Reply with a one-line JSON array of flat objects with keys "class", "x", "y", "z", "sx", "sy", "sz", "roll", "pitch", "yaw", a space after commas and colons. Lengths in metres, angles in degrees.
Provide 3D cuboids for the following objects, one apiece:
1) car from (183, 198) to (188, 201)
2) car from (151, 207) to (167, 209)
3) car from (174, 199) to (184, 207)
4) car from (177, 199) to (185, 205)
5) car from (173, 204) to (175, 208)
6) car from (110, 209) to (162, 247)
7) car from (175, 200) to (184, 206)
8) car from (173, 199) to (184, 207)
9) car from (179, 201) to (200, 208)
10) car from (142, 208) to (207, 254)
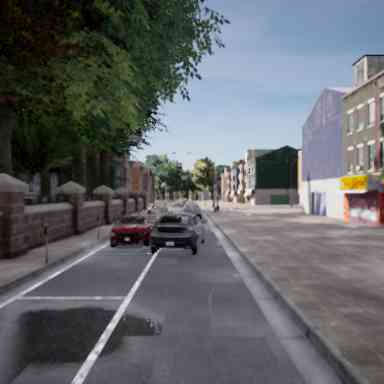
[{"class": "car", "x": 0.004, "y": 2.098, "z": 50.638, "sx": 1.882, "sy": 1.535, "sz": 5.008, "roll": 0, "pitch": 0, "yaw": 0}, {"class": "car", "x": -2.683, "y": 1.797, "z": 21.619, "sx": 2.008, "sy": 1.369, "sz": 4.403, "roll": -1, "pitch": -1, "yaw": 0}, {"class": "car", "x": -2.776, "y": 2.346, "z": 71.059, "sx": 1.967, "sy": 1.590, "sz": 4.097, "roll": -1, "pitch": -1, "yaw": 0}, {"class": "car", "x": -2.806, "y": 2.688, "z": 87.360, "sx": 1.887, "sy": 1.381, "sz": 4.507, "roll": -1, "pitch": -1, "yaw": 0}, {"class": "car", "x": -2.693, "y": 1.881, "z": 27.307, "sx": 1.947, "sy": 1.339, "sz": 4.313, "roll": -1, "pitch": -1, "yaw": 0}, {"class": "car", "x": -2.672, "y": 1.724, "z": 15.930, "sx": 1.887, "sy": 1.381, "sz": 4.507, "roll": 0, "pitch": -1, "yaw": 0}, {"class": "car", "x": -2.785, "y": 2.549, "z": 76.492, "sx": 1.947, "sy": 1.339, "sz": 4.313, "roll": -1, "pitch": -1, "yaw": 0}, {"class": "car", "x": -2.766, "y": 2.268, "z": 65.626, "sx": 1.967, "sy": 1.590, "sz": 4.097, "roll": -1, "pitch": -1, "yaw": 0}, {"class": "car", "x": 0.035, "y": 1.946, "z": 33.929, "sx": 2.033, "sy": 1.411, "sz": 5.357, "roll": 0, "pitch": -1, "yaw": 0}, {"class": "car", "x": -0.520, "y": 1.665, "z": 14.412, "sx": 1.837, "sy": 1.490, "sz": 4.892, "roll": 0, "pitch": -1, "yaw": 7}]
